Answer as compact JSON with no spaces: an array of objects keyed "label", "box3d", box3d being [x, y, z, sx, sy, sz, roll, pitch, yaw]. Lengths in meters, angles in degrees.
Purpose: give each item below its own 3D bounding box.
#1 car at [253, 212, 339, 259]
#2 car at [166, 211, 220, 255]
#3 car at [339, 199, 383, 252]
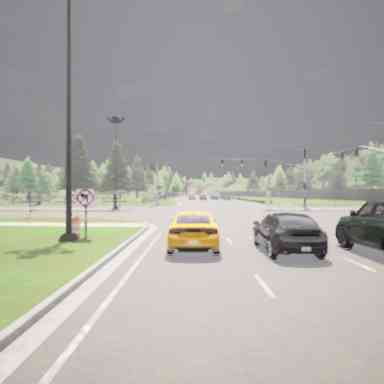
[{"label":"car","box3d":[3.557,1.536,12.727,1.837,1.490,4.892,0,0,0]},{"label":"car","box3d":[0.060,1.510,13.412,1.882,1.535,5.008,0,0,0]},{"label":"car","box3d":[7.055,1.249,11.513,2.150,2.045,5.566,0,0,0]}]
